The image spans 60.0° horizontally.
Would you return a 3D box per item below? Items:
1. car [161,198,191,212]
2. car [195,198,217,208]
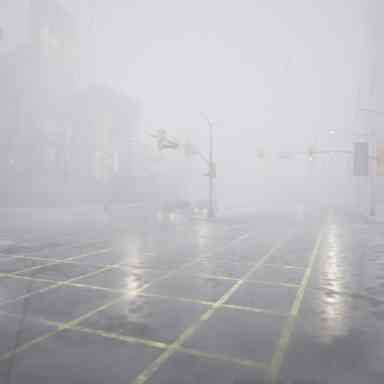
[{"bbox_3d":[-1.862,1.476,39.261,1.882,1.535,5.008,0,0,25],"label":"car"},{"bbox_3d":[2.092,1.598,48.679,1.895,1.301,4.718,0,0,23],"label":"car"}]
